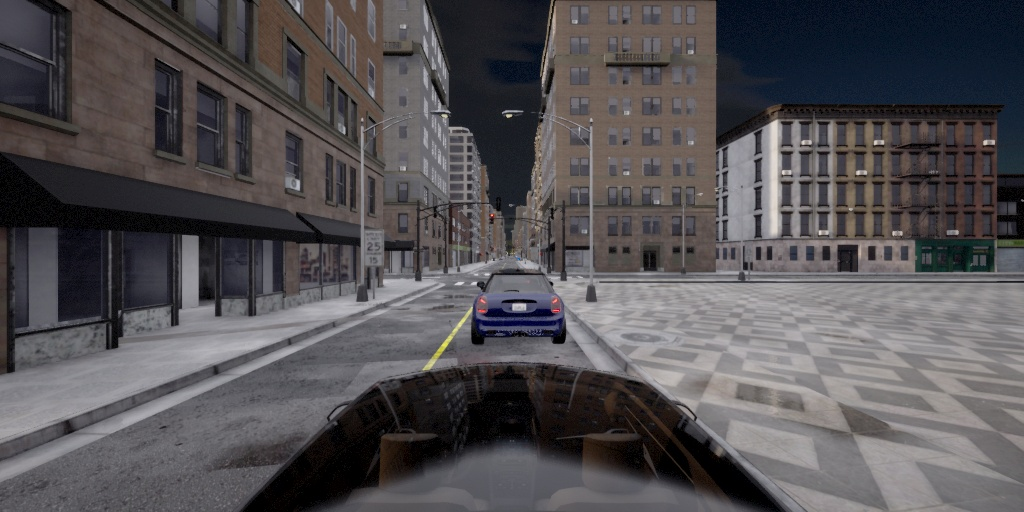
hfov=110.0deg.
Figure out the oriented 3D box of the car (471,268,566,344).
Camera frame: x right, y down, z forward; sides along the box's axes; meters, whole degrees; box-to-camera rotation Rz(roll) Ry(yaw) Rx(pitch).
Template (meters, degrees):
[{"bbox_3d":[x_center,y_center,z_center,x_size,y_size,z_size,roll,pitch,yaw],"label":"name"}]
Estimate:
[{"bbox_3d":[0.100,1.102,9.716,2.097,1.767,4.553,0,0,-1],"label":"car"}]
